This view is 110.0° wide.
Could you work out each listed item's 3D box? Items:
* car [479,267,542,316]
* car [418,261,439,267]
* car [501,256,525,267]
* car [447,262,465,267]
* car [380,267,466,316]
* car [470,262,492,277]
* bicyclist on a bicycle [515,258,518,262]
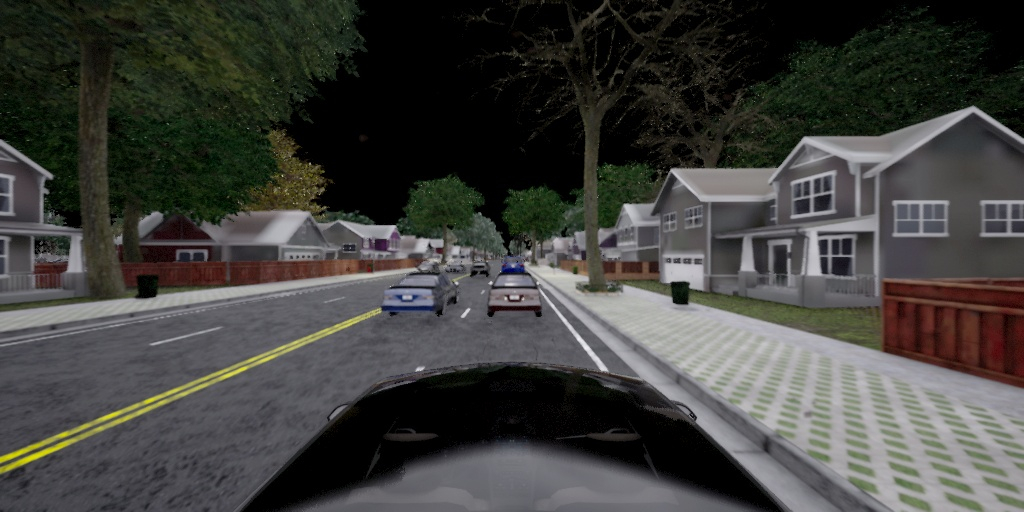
[{"bbox_3d":[0.089,1.303,13.384,2.033,1.411,5.357,0,0,0],"label":"car"},{"bbox_3d":[-9.833,1.323,42.401,2.128,1.511,4.902,0,0,0],"label":"car"},{"bbox_3d":[0.107,1.027,35.185,2.150,2.045,5.566,0,0,0],"label":"car"},{"bbox_3d":[-6.583,1.393,41.947,1.994,1.385,4.181,0,0,0],"label":"car"},{"bbox_3d":[-3.161,1.303,13.377,2.033,1.411,5.357,0,0,0],"label":"car"},{"bbox_3d":[-3.144,1.316,36.665,1.837,1.490,4.892,0,0,0],"label":"car"},{"bbox_3d":[0.904,1.349,57.971,0.582,1.620,1.656,0,-1,0],"label":"bicyclist on a bicycle"}]
